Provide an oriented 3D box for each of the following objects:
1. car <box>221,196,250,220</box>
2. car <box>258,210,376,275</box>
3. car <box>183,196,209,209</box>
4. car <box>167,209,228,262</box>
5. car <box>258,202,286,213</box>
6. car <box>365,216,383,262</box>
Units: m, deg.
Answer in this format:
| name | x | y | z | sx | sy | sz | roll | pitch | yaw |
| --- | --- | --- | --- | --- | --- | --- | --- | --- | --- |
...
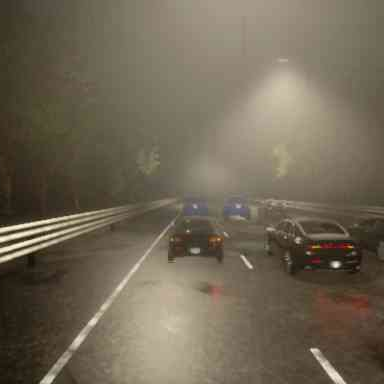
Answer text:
| name | x | y | z | sx | sy | sz | roll | pitch | yaw |
| --- | --- | --- | --- | --- | --- | --- | --- | --- | --- |
| car | 3.846 | 1.366 | 29.854 | 2.150 | 2.045 | 5.566 | 0 | 0 | 1 |
| car | 3.612 | 1.560 | 10.698 | 1.837 | 1.490 | 4.892 | 0 | 0 | 1 |
| car | 0.344 | 1.366 | 29.908 | 2.150 | 2.045 | 5.566 | 0 | 0 | 1 |
| car | 0.132 | 1.587 | 12.221 | 1.812 | 1.442 | 4.674 | 0 | 0 | 1 |
| car | 7.362 | 1.642 | 30.797 | 2.128 | 1.511 | 4.902 | 0 | 0 | 1 |
| car | 7.131 | 1.587 | 12.121 | 1.812 | 1.442 | 4.674 | 0 | 0 | 1 |
